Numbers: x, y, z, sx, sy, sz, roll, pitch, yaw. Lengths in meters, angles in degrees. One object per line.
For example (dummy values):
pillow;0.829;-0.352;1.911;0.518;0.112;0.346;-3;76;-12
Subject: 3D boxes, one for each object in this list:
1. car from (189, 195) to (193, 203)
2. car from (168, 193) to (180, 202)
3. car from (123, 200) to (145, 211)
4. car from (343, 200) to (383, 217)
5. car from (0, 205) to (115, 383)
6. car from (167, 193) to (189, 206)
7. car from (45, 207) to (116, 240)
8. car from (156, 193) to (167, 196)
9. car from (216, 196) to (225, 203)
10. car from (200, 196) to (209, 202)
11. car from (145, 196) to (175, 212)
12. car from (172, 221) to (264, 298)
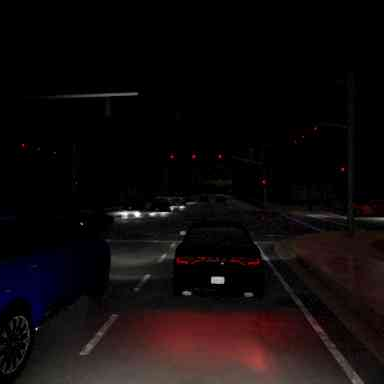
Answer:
car;-0.943;1.355;70.868;2.097;1.767;4.553;0;0;5
car;-4.033;1.222;75.973;2.150;2.045;5.566;0;0;5
car;-7.016;1.601;41.058;1.895;1.301;4.718;0;0;5
car;16.775;1.478;30.962;5.008;1.535;1.882;0;0;5
car;-3.069;1.221;5.509;2.150;2.045;5.566;0;0;3
car;-2.305;1.222;55.456;2.150;2.045;5.566;0;0;5
car;-5.821;1.601;18.071;1.895;1.301;4.718;0;0;5
car;-5.409;1.222;60.188;2.150;2.045;5.566;0;0;5
car;6.233;1.557;72.182;1.994;1.385;4.181;0;0;5
car;2.821;1.524;73.745;1.812;1.442;4.674;0;0;5
car;-3.652;1.547;39.301;2.033;1.411;5.357;0;0;5
car;0.654;1.478;8.615;1.882;1.535;5.008;0;0;4
